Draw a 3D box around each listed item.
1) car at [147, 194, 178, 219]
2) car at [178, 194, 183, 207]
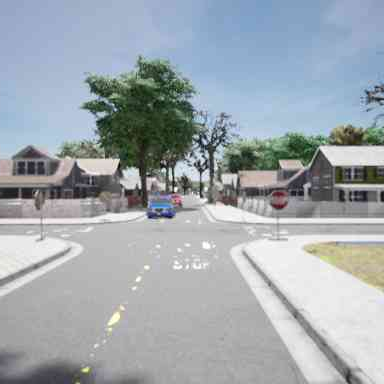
[{"bbox_3d":[-2.714,1.390,30.064,2.150,2.045,5.566,0,1,0],"label":"car"},{"bbox_3d":[-2.687,1.360,53.382,2.150,2.045,5.566,0,0,0],"label":"car"}]
